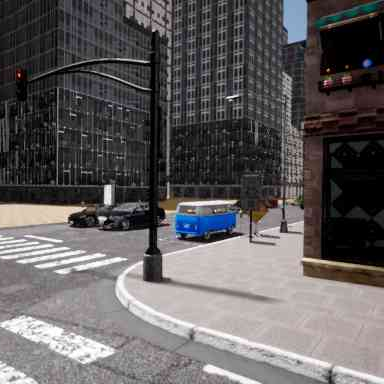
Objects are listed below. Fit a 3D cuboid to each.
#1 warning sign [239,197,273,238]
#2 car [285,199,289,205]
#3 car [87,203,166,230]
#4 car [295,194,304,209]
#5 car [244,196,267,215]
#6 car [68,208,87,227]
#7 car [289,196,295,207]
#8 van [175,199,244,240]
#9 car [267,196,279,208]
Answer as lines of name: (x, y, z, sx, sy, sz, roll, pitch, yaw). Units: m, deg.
warning sign: (3.106, 1.177, 16.135, 1.300, 1.860, 1.060, 1, 1, 35)
car: (16.355, 1.364, 53.305, 1.752, 1.417, 4.829, 1, 1, 35)
car: (-3.669, 1.430, 20.709, 2.128, 1.511, 4.902, 1, 1, 35)
car: (15.416, 1.159, 42.100, 2.150, 2.045, 5.566, 1, 1, 36)
car: (5.404, 1.415, 33.446, 1.837, 1.490, 4.892, 1, 1, 35)
car: (-6.005, 1.467, 21.893, 1.947, 1.339, 4.313, 1, 1, 35)
car: (16.214, 1.452, 48.469, 1.812, 1.442, 4.674, 1, 1, 35)
van: (0.825, 1.368, 17.030, 1.690, 1.788, 3.998, 1, 1, 35)
car: (10.037, 1.293, 44.428, 1.967, 1.590, 4.097, 1, 1, 35)
